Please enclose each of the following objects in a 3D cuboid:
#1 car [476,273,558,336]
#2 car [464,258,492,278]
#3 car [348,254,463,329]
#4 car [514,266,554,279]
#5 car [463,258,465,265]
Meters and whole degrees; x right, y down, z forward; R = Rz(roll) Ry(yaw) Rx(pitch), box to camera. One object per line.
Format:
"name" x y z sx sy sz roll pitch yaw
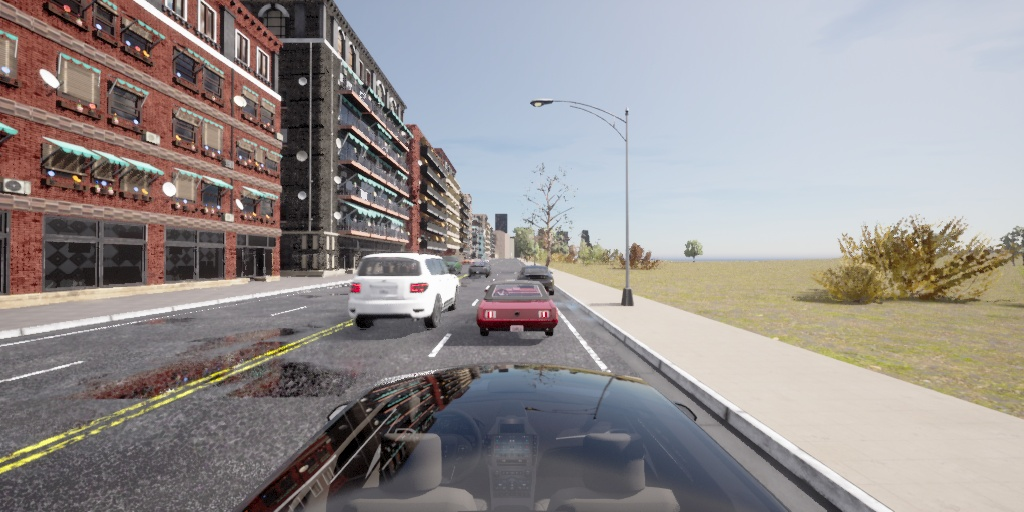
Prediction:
"car" 0.131 1.352 10.323 1.895 1.301 4.718 0 0 0
"car" -3.026 1.242 34.436 2.128 1.511 4.902 0 0 0
"car" -3.117 0.970 11.425 2.150 2.045 5.566 0 0 0
"car" 1.204 1.256 19.523 1.837 1.490 4.892 0 0 0
"car" -6.471 0.971 36.122 2.150 2.045 5.566 0 0 0
